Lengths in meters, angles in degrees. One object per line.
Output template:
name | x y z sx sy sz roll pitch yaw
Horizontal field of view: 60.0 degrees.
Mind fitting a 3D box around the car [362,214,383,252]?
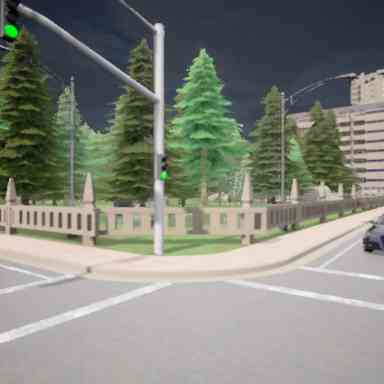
car | 8.037 1.564 12.974 1.994 1.385 4.181 0 0 36
